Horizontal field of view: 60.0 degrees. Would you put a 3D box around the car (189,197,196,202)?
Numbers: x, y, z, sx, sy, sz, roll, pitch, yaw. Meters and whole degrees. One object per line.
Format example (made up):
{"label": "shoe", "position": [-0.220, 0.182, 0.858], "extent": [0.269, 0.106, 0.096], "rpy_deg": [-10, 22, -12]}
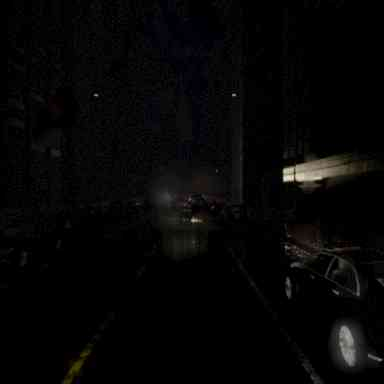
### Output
{"label": "car", "position": [0.111, 1.890, 84.552], "extent": [1.895, 1.301, 4.718], "rpy_deg": [0, 0, 0]}

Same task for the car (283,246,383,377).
{"label": "car", "position": [2.767, 1.574, 5.456], "extent": [2.008, 1.369, 4.403], "rpy_deg": [0, 0, 0]}

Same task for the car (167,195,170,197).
{"label": "car", "position": [-5.685, 1.806, 61.697], "extent": [1.752, 1.417, 4.829], "rpy_deg": [0, 0, 0]}

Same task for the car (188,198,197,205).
{"label": "car", "position": [0.091, 1.900, 69.192], "extent": [1.895, 1.301, 4.718], "rpy_deg": [0, 0, 0]}

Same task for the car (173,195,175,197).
{"label": "car", "position": [-5.663, 1.799, 78.789], "extent": [1.967, 1.590, 4.097], "rpy_deg": [0, 0, 0]}

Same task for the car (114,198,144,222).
{"label": "car", "position": [-5.730, 1.441, 28.024], "extent": [2.192, 1.841, 5.009], "rpy_deg": [0, 0, 0]}

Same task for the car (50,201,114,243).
{"label": "car", "position": [-5.744, 1.389, 16.742], "extent": [2.192, 1.841, 5.009], "rpy_deg": [0, 0, 0]}

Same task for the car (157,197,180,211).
{"label": "car", "position": [-3.031, 1.761, 43.592], "extent": [1.994, 1.385, 4.181], "rpy_deg": [0, 0, 0]}

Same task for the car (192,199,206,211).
{"label": "car", "position": [0.961, 1.734, 46.045], "extent": [1.812, 1.442, 4.674], "rpy_deg": [0, 0, 0]}

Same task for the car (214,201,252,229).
{"label": "car", "position": [2.789, 1.540, 22.377], "extent": [1.967, 1.590, 4.097], "rpy_deg": [0, 0, 0]}

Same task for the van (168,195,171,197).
{"label": "van", "position": [-5.678, 1.648, 67.509], "extent": [1.690, 1.788, 3.998], "rpy_deg": [0, 0, 0]}

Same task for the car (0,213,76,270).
{"label": "car", "position": [-5.751, 1.599, 11.101], "extent": [2.008, 1.369, 4.403], "rpy_deg": [0, 0, 0]}

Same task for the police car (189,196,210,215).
{"label": "police car", "position": [0.891, 1.588, 36.146], "extent": [1.930, 1.638, 5.238], "rpy_deg": [0, 0, -1]}

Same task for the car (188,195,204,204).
{"label": "car", "position": [0.769, 1.458, 52.054], "extent": [2.150, 2.045, 5.566], "rpy_deg": [0, 0, -1]}

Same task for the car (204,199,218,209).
{"label": "car", "position": [2.826, 1.774, 50.579], "extent": [1.887, 1.381, 4.507], "rpy_deg": [0, 0, 0]}

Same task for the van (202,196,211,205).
{"label": "van", "position": [2.848, 1.648, 67.502], "extent": [1.690, 1.788, 3.998], "rpy_deg": [0, 0, 0]}

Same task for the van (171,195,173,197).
{"label": "van", "position": [-5.670, 1.674, 73.149], "extent": [1.690, 1.788, 3.998], "rpy_deg": [0, 0, 0]}

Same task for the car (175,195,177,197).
{"label": "car", "position": [-5.656, 1.699, 84.432], "extent": [2.192, 1.841, 5.009], "rpy_deg": [0, 0, 0]}

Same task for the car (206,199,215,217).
{"label": "car", "position": [2.804, 1.717, 33.657], "extent": [1.947, 1.339, 4.313], "rpy_deg": [0, 0, 0]}

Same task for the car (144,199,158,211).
{"label": "car", "position": [-5.706, 1.769, 44.945], "extent": [1.947, 1.339, 4.313], "rpy_deg": [0, 0, 0]}

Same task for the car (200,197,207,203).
{"label": "car", "position": [2.871, 1.966, 84.423], "extent": [1.802, 1.307, 4.206], "rpy_deg": [0, 0, 0]}
